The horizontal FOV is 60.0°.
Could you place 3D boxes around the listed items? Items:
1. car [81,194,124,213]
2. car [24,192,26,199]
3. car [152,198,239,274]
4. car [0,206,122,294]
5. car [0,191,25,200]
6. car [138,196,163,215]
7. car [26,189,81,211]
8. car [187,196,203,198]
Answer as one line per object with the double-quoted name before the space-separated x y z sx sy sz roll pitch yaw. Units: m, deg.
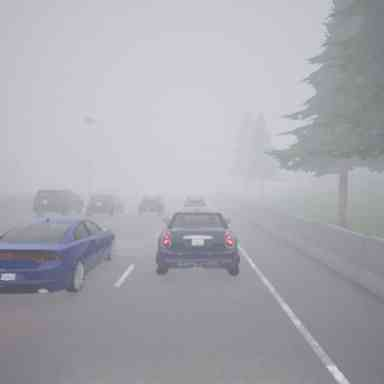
"car" -6.769 0.920 26.364 2.097 1.767 4.553 0 1 0
"car" -20.834 0.610 46.212 1.895 1.301 4.718 0 2 1
"car" 0.152 1.229 10.277 2.097 1.767 4.553 0 1 0
"car" -3.358 1.367 8.592 1.882 1.535 5.008 0 1 0
"car" -24.320 0.548 46.651 1.994 1.385 4.181 0 2 1
"car" -3.262 1.041 27.841 2.128 1.511 4.902 0 1 0
"car" -10.271 0.790 25.945 2.150 2.045 5.566 0 1 0
"car" 0.239 1.050 27.944 2.128 1.511 4.902 0 1 0
